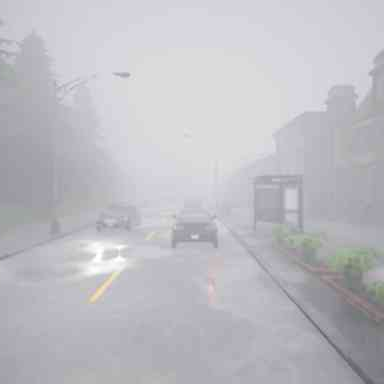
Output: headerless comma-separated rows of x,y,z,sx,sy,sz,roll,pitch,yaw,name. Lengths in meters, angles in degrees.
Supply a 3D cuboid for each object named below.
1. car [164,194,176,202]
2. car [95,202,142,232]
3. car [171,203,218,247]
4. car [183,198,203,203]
-3.990,1.093,61.060,2.033,1.411,5.357,0,0,0,car
-4.087,1.346,19.063,2.128,1.511,4.902,0,0,0,car
0.105,1.419,14.243,1.812,1.442,4.674,0,0,0,car
0.114,1.304,32.677,2.033,1.411,5.357,0,0,0,car
